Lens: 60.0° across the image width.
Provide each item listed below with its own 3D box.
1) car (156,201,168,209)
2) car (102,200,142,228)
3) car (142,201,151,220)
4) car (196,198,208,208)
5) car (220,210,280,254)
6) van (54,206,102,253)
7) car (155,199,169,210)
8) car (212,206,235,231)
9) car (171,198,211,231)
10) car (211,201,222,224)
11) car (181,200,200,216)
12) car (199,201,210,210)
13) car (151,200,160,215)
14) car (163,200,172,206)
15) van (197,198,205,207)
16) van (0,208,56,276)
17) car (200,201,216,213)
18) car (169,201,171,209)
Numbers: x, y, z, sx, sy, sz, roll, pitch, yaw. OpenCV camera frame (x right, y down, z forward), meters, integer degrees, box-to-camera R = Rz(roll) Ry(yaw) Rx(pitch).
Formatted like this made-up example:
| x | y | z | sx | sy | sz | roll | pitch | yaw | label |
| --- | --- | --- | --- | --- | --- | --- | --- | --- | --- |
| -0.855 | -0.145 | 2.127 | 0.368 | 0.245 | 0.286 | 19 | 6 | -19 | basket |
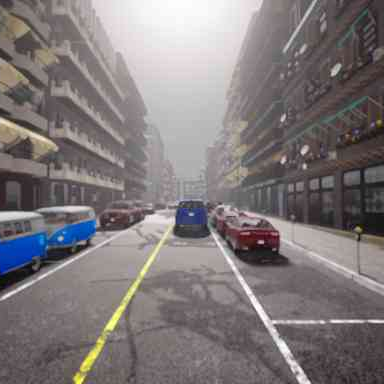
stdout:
| x | y | z | sx | sy | sz | roll | pitch | yaw | label |
| --- | --- | --- | --- | --- | --- | --- | --- | --- | --- |
| -5.758 | 2.422 | 64.059 | 1.887 | 1.381 | 4.507 | 1 | -1 | 0 | car |
| -5.468 | 1.644 | 25.353 | 2.192 | 1.841 | 5.009 | 1 | -1 | 0 | car |
| -5.509 | 1.717 | 30.883 | 2.192 | 1.841 | 5.009 | 1 | -1 | 0 | car |
| 2.052 | 2.264 | 69.596 | 2.192 | 1.841 | 5.009 | 1 | -1 | 0 | car |
| 2.489 | 1.716 | 14.288 | 1.887 | 1.381 | 4.507 | 1 | -1 | 0 | car |
| -5.388 | 1.527 | 14.294 | 1.690 | 1.788 | 3.998 | 1 | -1 | 0 | van |
| -5.713 | 2.109 | 58.532 | 2.192 | 1.841 | 5.009 | 1 | -1 | 0 | car |
| 2.448 | 1.786 | 19.817 | 1.887 | 1.381 | 4.507 | 1 | -1 | 0 | car |
| -0.063 | 1.513 | 23.195 | 2.150 | 2.045 | 5.566 | 0 | -1 | 0 | car |
| 2.417 | 1.754 | 25.350 | 1.967 | 1.590 | 4.097 | 1 | -1 | 0 | car |
| -0.193 | 1.877 | 40.745 | 2.097 | 1.767 | 4.553 | 0 | -1 | 0 | car |
| 2.129 | 2.360 | 58.531 | 1.802 | 1.307 | 4.206 | 1 | -1 | 0 | car |
| -5.596 | 2.119 | 41.941 | 1.947 | 1.339 | 4.313 | 1 | -1 | 0 | car |
| -5.881 | 2.724 | 80.650 | 1.802 | 1.307 | 4.206 | 1 | -1 | 0 | car |
| 2.011 | 2.378 | 75.126 | 1.690 | 1.788 | 3.998 | 1 | -1 | 0 | van |
| -5.346 | 1.457 | 8.762 | 1.690 | 1.788 | 3.998 | 1 | -1 | 0 | van |
| 2.212 | 2.057 | 47.472 | 1.967 | 1.590 | 4.097 | 1 | -1 | 0 | car |
| -3.178 | 2.376 | 59.692 | 2.033 | 1.411 | 5.357 | 0 | -1 | 0 | car |
